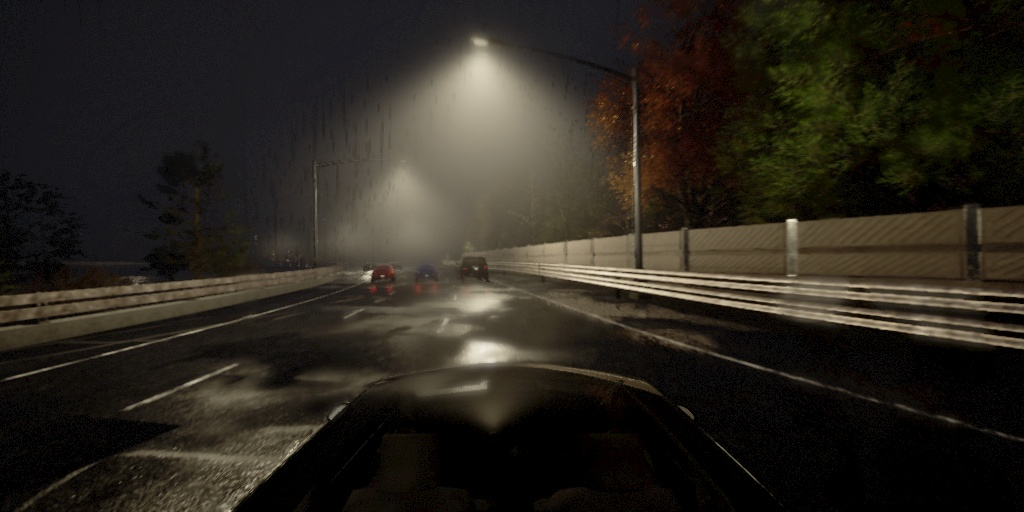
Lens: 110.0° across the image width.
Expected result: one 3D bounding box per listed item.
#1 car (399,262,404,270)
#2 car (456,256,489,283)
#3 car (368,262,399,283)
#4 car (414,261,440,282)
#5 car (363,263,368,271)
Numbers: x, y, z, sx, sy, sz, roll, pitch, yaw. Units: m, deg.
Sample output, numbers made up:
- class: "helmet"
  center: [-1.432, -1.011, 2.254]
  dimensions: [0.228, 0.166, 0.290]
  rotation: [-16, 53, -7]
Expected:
- class: "car"
  center: [-19.477, 1.710, 59.383]
  dimensions: [1.895, 1.301, 4.718]
  rotation: [-1, 0, -34]
- class: "car"
  center: [-3.244, 1.042, 28.882]
  dimensions: [2.150, 2.045, 5.566]
  rotation: [-1, 0, -14]
- class: "car"
  center: [-11.062, 1.472, 31.142]
  dimensions: [1.812, 1.442, 4.674]
  rotation: [-1, 0, -15]
- class: "car"
  center: [-7.393, 1.413, 30.985]
  dimensions: [1.812, 1.442, 4.674]
  rotation: [-1, 0, -14]
- class: "car"
  center: [-22.654, 1.756, 57.854]
  dimensions: [1.895, 1.301, 4.718]
  rotation: [-1, 0, -33]
